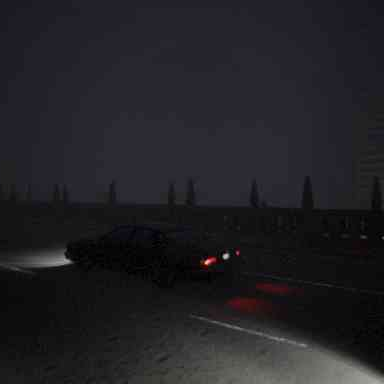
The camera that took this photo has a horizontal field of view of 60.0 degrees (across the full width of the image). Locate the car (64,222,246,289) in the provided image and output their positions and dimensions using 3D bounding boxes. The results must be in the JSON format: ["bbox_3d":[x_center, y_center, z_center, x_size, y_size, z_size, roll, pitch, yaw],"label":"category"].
[{"bbox_3d":[-1.247,1.545,9.181,5.357,1.411,2.033,0,0,35],"label":"car"}]
